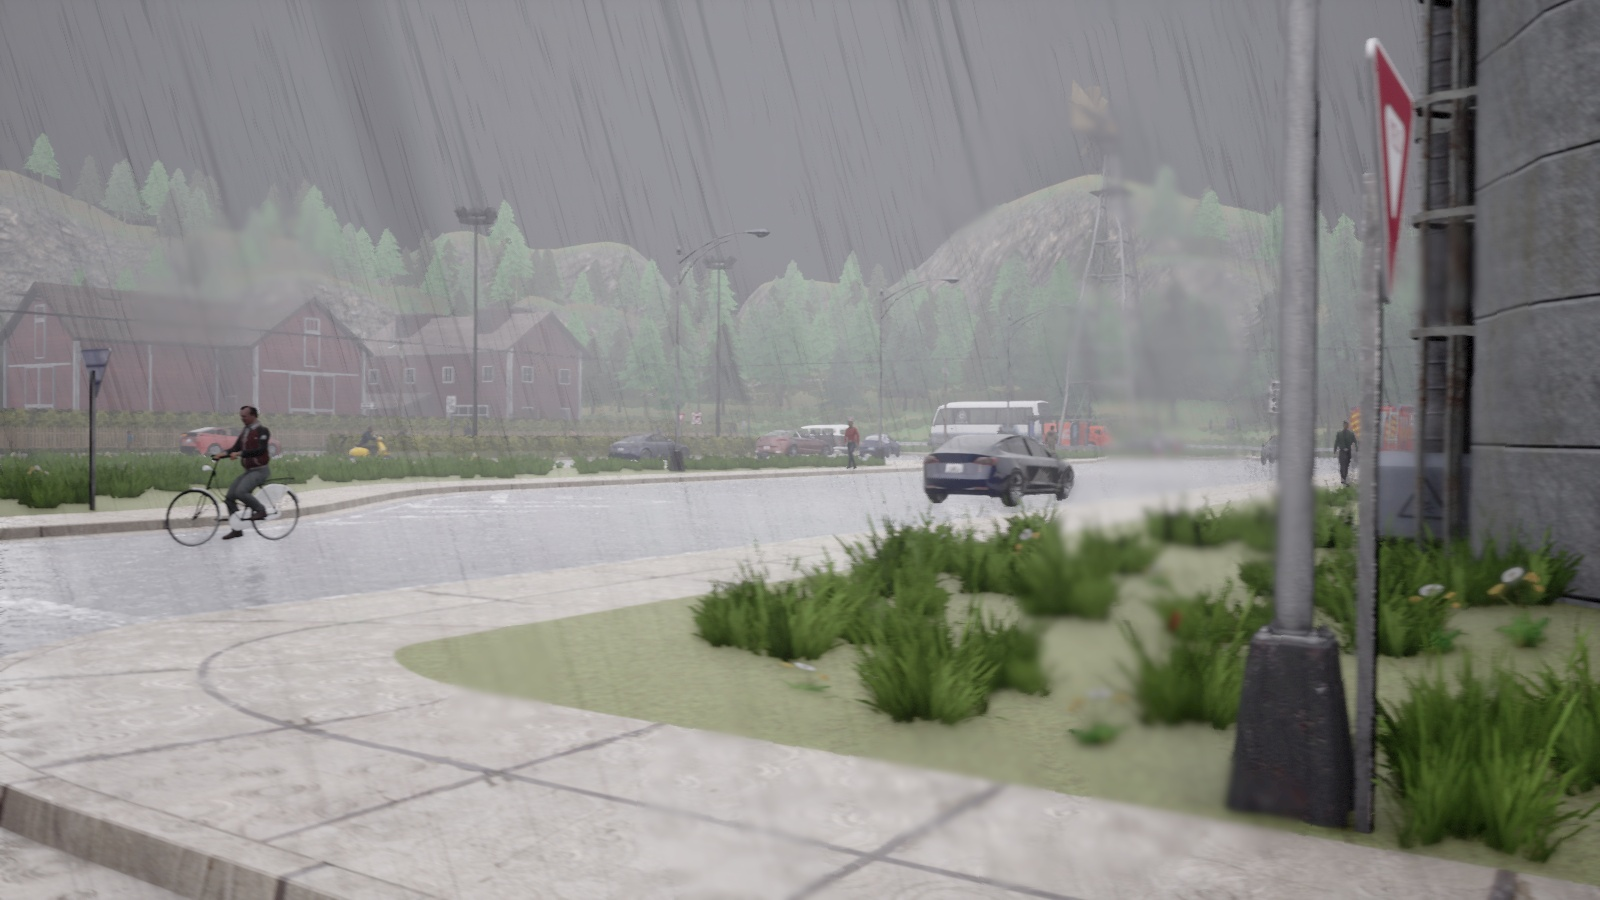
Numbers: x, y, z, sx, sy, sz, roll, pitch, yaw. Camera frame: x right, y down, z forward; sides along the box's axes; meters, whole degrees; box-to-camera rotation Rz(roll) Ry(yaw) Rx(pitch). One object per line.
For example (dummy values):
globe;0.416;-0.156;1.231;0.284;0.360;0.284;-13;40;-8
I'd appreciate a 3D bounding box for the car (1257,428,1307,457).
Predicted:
car;26.090;-0.425;67.892;1.845;1.501;3.633;0;1;33

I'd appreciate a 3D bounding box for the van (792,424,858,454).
van;1.733;-0.773;87.728;2.069;2.038;4.480;-1;1;-44

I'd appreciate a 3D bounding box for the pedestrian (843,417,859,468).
pedestrian;1.858;-0.262;45.708;0.331;1.846;0.636;0;1;32

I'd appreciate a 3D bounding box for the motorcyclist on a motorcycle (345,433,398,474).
motorcyclist on a motorcycle;-17.128;0.142;50.233;1.817;1.590;0.866;-1;0;-1

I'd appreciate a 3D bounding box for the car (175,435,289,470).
car;-26.775;0.096;59.305;2.007;1.525;4.514;0;1;33

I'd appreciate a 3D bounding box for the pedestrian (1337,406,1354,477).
pedestrian;15.291;-0.236;35.185;0.423;1.949;0.788;0;1;25

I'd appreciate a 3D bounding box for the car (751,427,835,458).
car;-0.336;-0.428;68.112;2.152;1.651;5.027;0;1;33

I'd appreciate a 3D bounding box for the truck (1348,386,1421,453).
truck;35.509;-1.800;76.147;2.891;3.827;8.468;0;1;33

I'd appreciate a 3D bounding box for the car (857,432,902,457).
car;4.986;-0.367;78.087;1.812;1.442;4.674;0;1;17

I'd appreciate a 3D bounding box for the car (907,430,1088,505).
car;4.429;0.313;27.438;2.163;1.488;4.792;0;1;33

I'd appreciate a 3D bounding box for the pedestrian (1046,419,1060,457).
pedestrian;12.703;-0.599;63.142;0.396;1.930;0.692;0;1;39

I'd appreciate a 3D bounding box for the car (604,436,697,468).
car;-6.868;0.054;58.037;1.994;1.385;4.181;0;1;34

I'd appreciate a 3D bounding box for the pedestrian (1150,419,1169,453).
pedestrian;21.259;-0.829;74.323;0.873;1.952;0.659;-1;1;-27

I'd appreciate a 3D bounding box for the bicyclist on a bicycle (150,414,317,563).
bicyclist on a bicycle;-7.110;0.446;15.851;0.659;1.776;1.843;0;1;33
